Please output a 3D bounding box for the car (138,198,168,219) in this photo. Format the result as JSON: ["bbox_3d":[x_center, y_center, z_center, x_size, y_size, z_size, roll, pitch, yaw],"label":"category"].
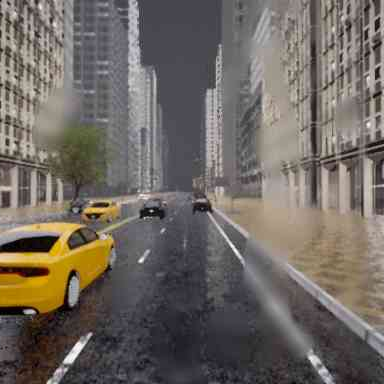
[{"bbox_3d":[-3.147,1.437,27.814,1.994,1.385,4.181,0,0,0],"label":"car"}]

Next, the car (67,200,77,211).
[{"bbox_3d":[-9.842,1.353,30.578,2.128,1.511,4.902,0,0,0],"label":"car"}]

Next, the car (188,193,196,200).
[{"bbox_3d":[0.008,1.098,84.825,1.882,1.535,5.008,0,0,0],"label":"car"}]

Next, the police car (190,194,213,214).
[{"bbox_3d":[0.977,1.276,32.776,1.930,1.638,5.238,0,0,0],"label":"police car"}]

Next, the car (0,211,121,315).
[{"bbox_3d":[-3.138,1.442,7.630,1.882,1.535,5.008,0,0,0],"label":"car"}]

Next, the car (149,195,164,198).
[{"bbox_3d":[-6.503,1.252,65.307,2.033,1.411,5.357,0,0,0],"label":"car"}]

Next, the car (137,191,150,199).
[{"bbox_3d":[-9.744,0.878,68.113,2.150,2.045,5.566,0,0,0],"label":"car"}]

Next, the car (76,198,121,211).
[{"bbox_3d":[-6.597,1.365,24.686,1.882,1.535,5.008,0,0,0],"label":"car"}]

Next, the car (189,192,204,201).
[{"bbox_3d":[0.979,1.004,48.699,2.150,2.045,5.566,0,0,0],"label":"car"}]

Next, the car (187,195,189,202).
[{"bbox_3d":[0.007,1.063,66.847,2.097,1.767,4.553,0,0,0],"label":"car"}]
